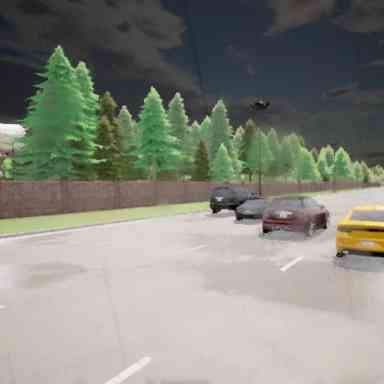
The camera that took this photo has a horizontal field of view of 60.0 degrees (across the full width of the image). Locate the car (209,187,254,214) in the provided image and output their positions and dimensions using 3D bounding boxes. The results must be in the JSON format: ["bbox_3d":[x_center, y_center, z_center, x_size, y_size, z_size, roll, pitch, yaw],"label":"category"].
[{"bbox_3d":[3.429,0.615,26.011,2.150,2.045,5.566,1,2,33],"label":"car"}]

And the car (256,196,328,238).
[{"bbox_3d":[4.996,0.972,15.682,2.097,1.767,4.553,1,2,33],"label":"car"}]

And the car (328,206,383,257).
[{"bbox_3d":[6.116,1.198,11.028,1.882,1.535,5.008,1,2,33],"label":"car"}]

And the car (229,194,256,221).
[{"bbox_3d":[4.369,1.065,21.087,1.994,1.385,4.181,1,2,33],"label":"car"}]
